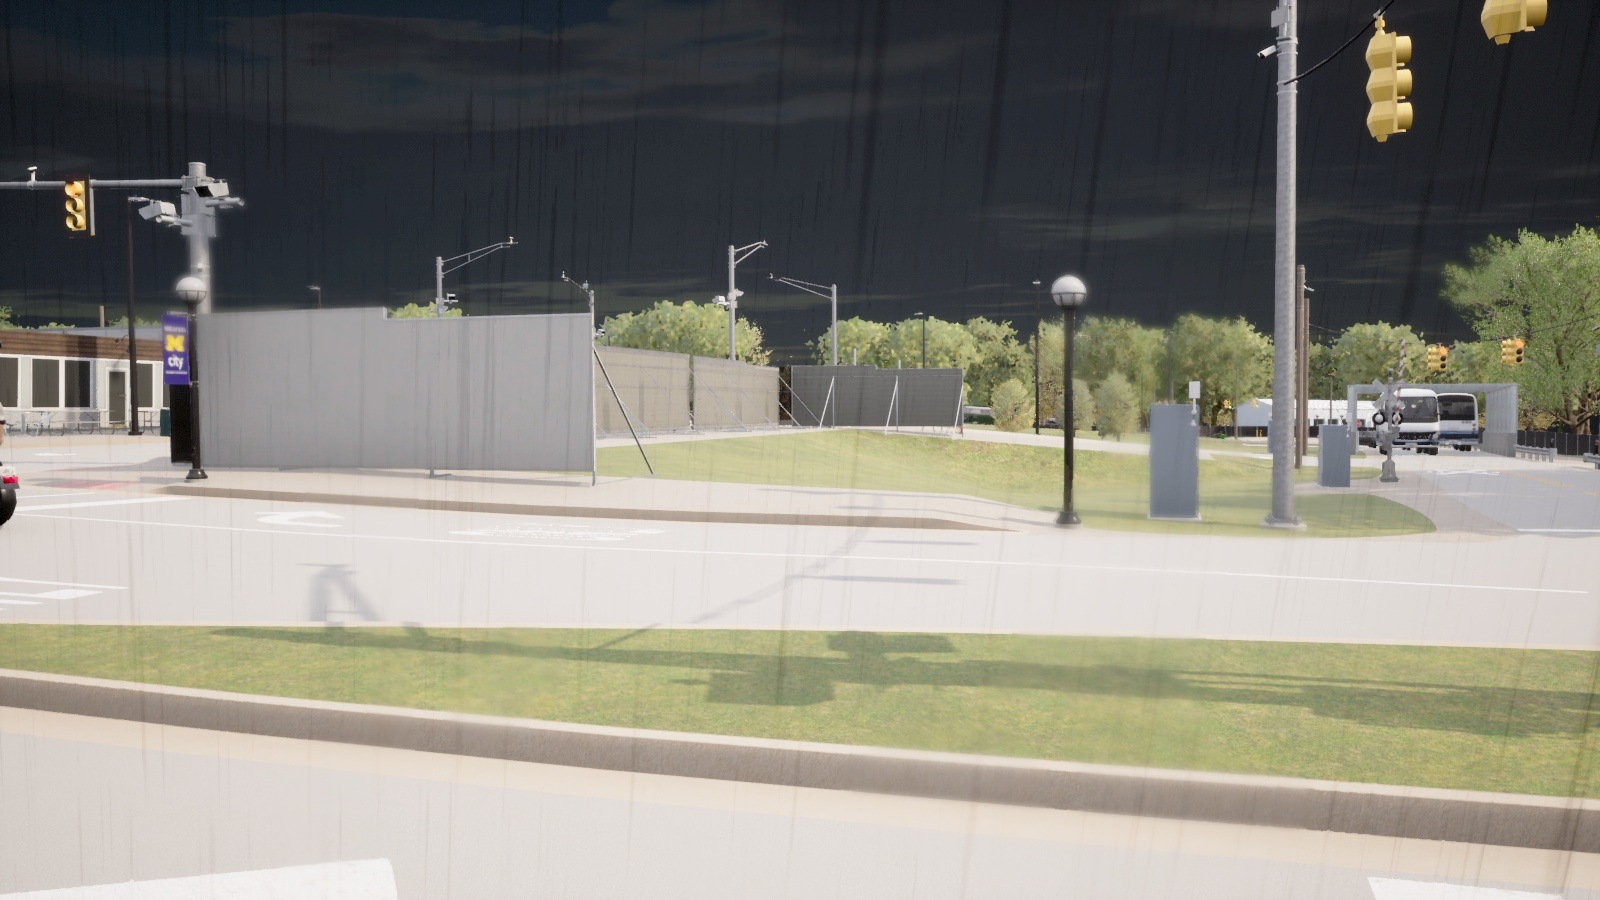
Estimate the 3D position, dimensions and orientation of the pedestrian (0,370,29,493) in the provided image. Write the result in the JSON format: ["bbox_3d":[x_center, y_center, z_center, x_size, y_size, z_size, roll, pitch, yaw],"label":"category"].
[{"bbox_3d":[-12.982,-0.303,20.064,0.659,1.952,0.873,2,3,32],"label":"pedestrian"}]

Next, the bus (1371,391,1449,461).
[{"bbox_3d":[39.540,-1.525,81.738,3.944,4.253,10.273,1,1,22],"label":"bus"}]

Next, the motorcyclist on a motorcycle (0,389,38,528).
[{"bbox_3d":[-10.607,0.053,15.367,2.350,1.649,0.766,2,2,15],"label":"motorcyclist on a motorcycle"}]
